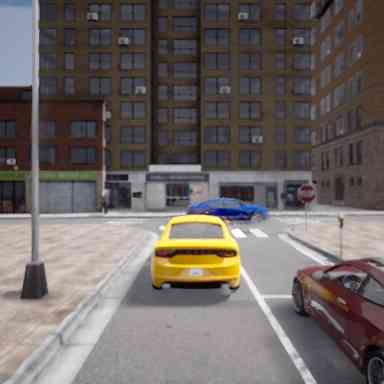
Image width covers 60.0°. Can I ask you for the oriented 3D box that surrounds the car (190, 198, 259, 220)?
[{"bbox_3d":[2.189,1.181,23.509,4.674,1.442,1.812,-1,0,0],"label":"car"}]

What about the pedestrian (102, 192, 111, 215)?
[{"bbox_3d":[-6.880,0.898,26.440,0.375,1.860,0.375,0,0,0],"label":"pedestrian"}]

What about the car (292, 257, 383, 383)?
[{"bbox_3d":[2.641,1.516,4.384,1.802,1.307,4.206,1,1,0],"label":"car"}]

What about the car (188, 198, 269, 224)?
[{"bbox_3d":[2.178,1.149,20.541,5.008,1.535,1.882,-1,1,0],"label":"car"}]

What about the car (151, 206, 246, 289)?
[{"bbox_3d":[0.104,1.348,8.795,1.882,1.535,5.008,0,1,1],"label":"car"}]
